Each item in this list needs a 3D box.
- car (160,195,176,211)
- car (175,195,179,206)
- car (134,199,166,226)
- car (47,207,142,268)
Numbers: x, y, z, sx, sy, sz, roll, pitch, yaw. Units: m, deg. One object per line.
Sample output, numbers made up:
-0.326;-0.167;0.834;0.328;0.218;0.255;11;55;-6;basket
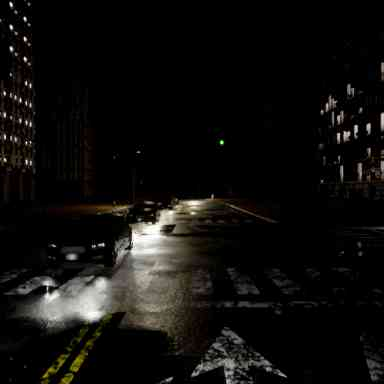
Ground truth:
-3.254;1.500;40.510;1.837;1.490;4.892;0;1;0;car
-3.260;1.277;55.212;2.097;1.767;4.553;0;0;0;car
-3.253;1.472;23.144;2.128;1.511;4.902;0;0;0;car
-3.251;1.498;11.446;2.128;1.511;4.902;0;0;0;car
